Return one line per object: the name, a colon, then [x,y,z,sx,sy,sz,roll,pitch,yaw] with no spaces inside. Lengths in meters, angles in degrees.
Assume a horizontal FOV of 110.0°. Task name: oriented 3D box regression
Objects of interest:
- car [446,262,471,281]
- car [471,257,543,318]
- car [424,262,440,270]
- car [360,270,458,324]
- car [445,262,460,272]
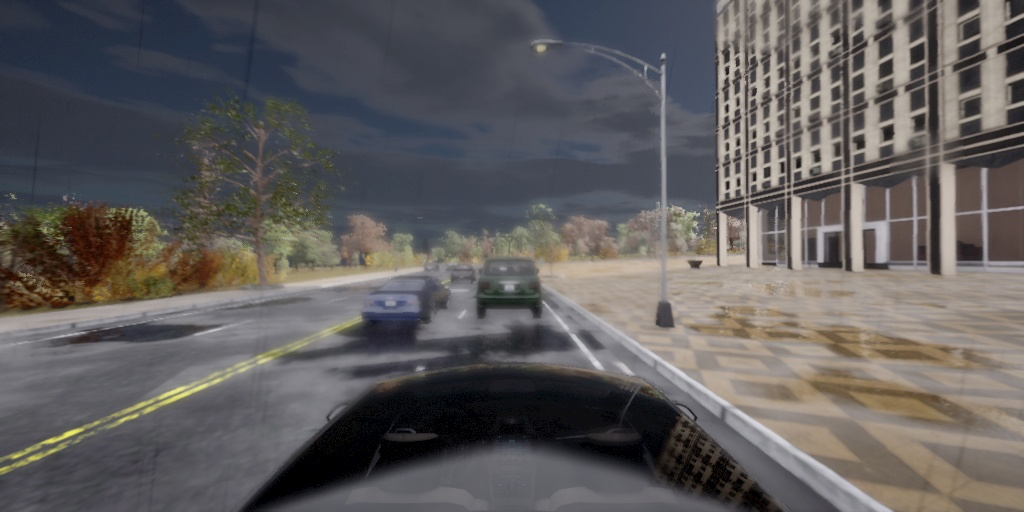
car: [-3.909,1.428,29.522,2.128,1.511,4.902,0,0,-2]
car: [-0.110,1.045,13.430,2.150,2.045,5.566,0,0,-1]
car: [-12.216,1.657,54.800,2.128,1.511,4.902,0,-1,-4]
car: [-3.345,1.363,12.319,2.033,1.411,5.357,0,0,-1]
car: [-8.927,1.686,54.421,1.812,1.442,4.674,0,-1,-4]
